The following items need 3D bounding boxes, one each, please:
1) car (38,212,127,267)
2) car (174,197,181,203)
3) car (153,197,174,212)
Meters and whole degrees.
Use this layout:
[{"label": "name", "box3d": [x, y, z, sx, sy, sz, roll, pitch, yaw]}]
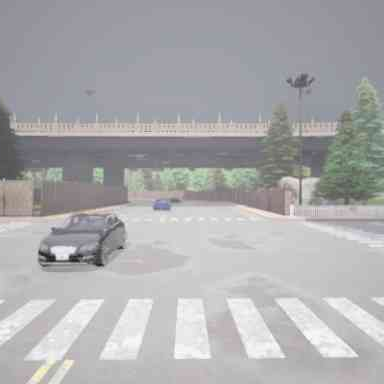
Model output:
[{"label": "car", "box3d": [-3.499, 1.483, 11.425, 2.128, 1.511, 4.902, 0, 0, 0]}, {"label": "car", "box3d": [-3.460, 1.576, 65.982, 1.895, 1.301, 4.718, 0, 0, -11]}, {"label": "car", "box3d": [-3.503, 1.508, 39.575, 1.882, 1.535, 5.008, 0, 1, 0]}]
